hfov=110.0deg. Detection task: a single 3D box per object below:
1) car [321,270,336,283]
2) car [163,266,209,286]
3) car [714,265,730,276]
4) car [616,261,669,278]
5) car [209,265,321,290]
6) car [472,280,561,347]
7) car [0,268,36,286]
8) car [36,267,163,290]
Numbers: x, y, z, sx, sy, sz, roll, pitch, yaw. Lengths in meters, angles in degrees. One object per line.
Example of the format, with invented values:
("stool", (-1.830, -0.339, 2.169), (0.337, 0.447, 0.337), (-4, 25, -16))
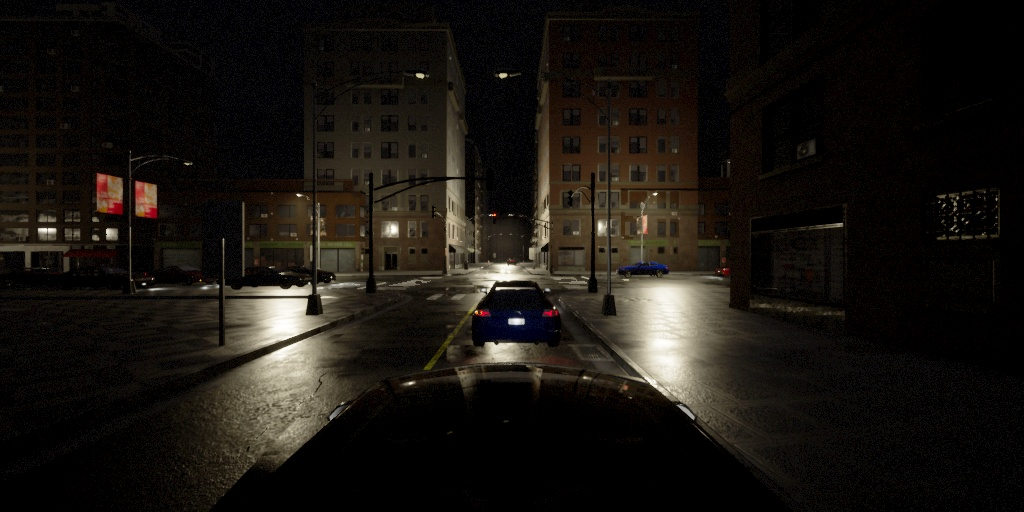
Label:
("car", (-15.043, 1.364, 25.889), (4.181, 1.385, 1.994), (0, 0, 0))
("car", (-23.824, 1.399, 25.845), (4.181, 1.385, 1.994), (0, 0, -1))
("car", (20.900, 1.225, 32.758), (4.181, 1.385, 1.994), (0, 0, 0))
("car", (11.860, 1.217, 32.719), (4.674, 1.442, 1.812), (0, 0, 0))
("car", (-15.457, 1.350, 22.638), (5.357, 1.411, 2.033), (0, 0, 0))
("car", (0.096, 1.314, 9.355), (1.994, 1.385, 4.181), (0, 0, 0))
("car", (-33.715, 1.468, 25.806), (4.718, 1.301, 1.895), (0, 0, 0))
("car", (-25.837, 1.390, 22.590), (5.357, 1.411, 2.033), (0, 0, 0))
